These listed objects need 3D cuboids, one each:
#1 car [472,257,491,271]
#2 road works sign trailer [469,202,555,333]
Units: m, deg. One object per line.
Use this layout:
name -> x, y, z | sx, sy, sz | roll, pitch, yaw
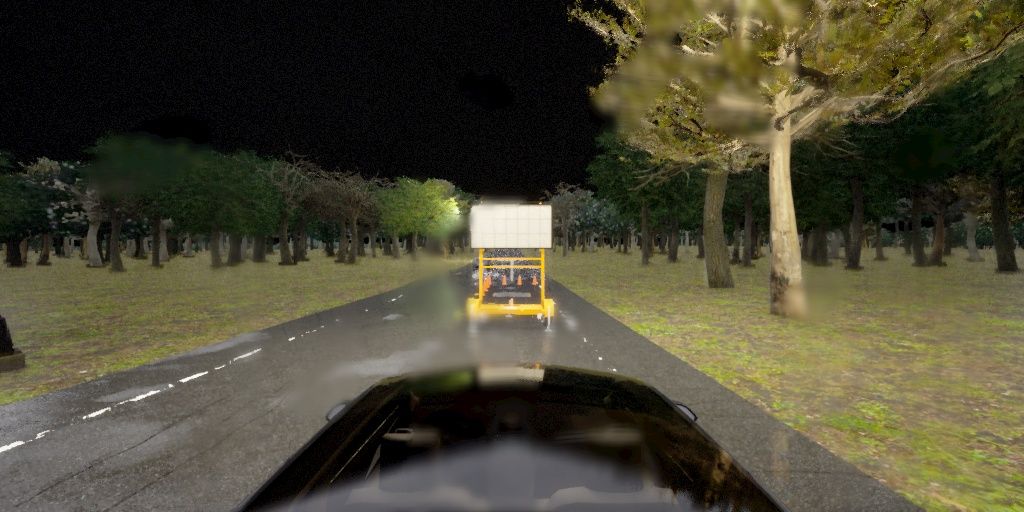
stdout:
car -> -3.516, 0.857, 41.875 | 2.128, 1.511, 4.902 | 0, 1, 0
road works sign trailer -> -0.004, 0.194, 10.718 | 2.380, 3.560, 2.880 | 0, 0, 0
